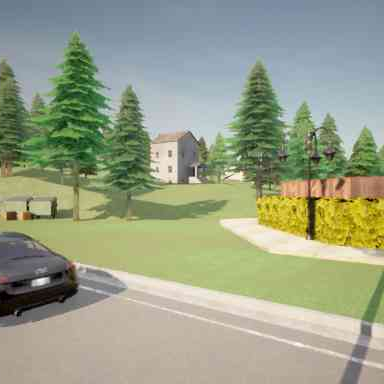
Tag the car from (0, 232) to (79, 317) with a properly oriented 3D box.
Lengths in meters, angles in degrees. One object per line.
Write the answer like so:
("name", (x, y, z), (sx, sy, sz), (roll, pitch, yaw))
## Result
("car", (-4.314, 1.564, 7.070), (4.181, 1.385, 1.994), (0, 0, 36))
